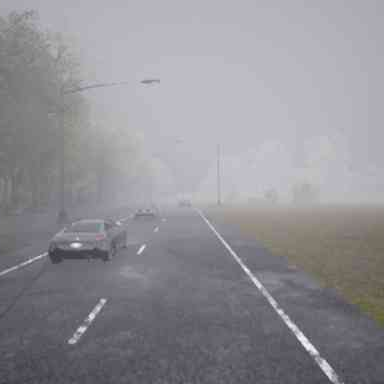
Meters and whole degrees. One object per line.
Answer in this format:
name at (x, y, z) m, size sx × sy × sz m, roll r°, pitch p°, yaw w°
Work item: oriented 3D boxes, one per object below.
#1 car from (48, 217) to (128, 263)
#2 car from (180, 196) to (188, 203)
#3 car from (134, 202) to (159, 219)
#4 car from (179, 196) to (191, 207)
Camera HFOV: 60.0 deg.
car at (-3.649, 1.630, 12.350) m, size 1.994 × 1.385 × 4.181 m, roll -1°, pitch 0°, yaw -1°
car at (-1.725, 1.712, 73.105) m, size 1.812 × 1.442 × 4.674 m, roll -1°, pitch 0°, yaw -1°
car at (-4.090, 1.659, 30.483) m, size 2.033 × 1.411 × 5.357 m, roll -1°, pitch 0°, yaw -1°
car at (-1.190, 1.703, 55.156) m, size 1.994 × 1.385 × 4.181 m, roll -1°, pitch 0°, yaw -1°
